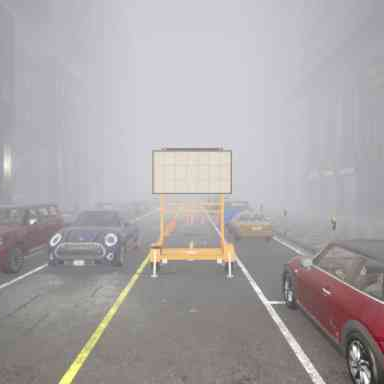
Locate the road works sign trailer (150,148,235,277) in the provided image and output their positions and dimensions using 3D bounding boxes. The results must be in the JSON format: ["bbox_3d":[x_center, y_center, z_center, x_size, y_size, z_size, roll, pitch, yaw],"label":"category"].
[{"bbox_3d":[0.007,0.464,10.181,2.380,3.560,2.880,0,0,0],"label":"road works sign trailer"}]

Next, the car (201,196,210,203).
[{"bbox_3d":[2.811,1.610,72.356,1.802,1.307,4.206,0,0,0],"label":"car"}]

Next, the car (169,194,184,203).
[{"bbox_3d":[-2.954,1.500,64.455,1.882,1.535,5.008,0,0,0],"label":"car"}]

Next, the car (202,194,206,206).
[{"bbox_3d":[2.790,1.324,44.348,2.192,1.841,5.009,0,0,0],"label":"car"}]

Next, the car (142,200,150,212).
[{"bbox_3d":[-5.742,1.569,33.137,1.947,1.339,4.313,0,0,0],"label":"car"}]

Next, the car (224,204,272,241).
[{"bbox_3d":[2.771,1.525,16.510,1.752,1.417,4.829,0,0,0],"label":"car"}]

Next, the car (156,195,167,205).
[{"bbox_3d":[-5.727,1.561,55.546,1.887,1.381,4.507,0,0,0],"label":"car"}]

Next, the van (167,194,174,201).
[{"bbox_3d":[-5.703,1.380,89.159,1.690,1.788,3.998,0,0,0],"label":"van"}]

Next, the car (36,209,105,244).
[{"bbox_3d":[-5.754,1.582,16.331,1.802,1.307,4.206,0,0,0],"label":"car"}]

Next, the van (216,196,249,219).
[{"bbox_3d":[2.775,1.342,21.941,1.690,1.788,3.998,0,0,0],"label":"van"}]

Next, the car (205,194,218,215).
[{"bbox_3d":[2.782,1.319,33.144,2.192,1.841,5.009,0,0,0],"label":"car"}]

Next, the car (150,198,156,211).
[{"bbox_3d":[-5.738,1.572,38.739,1.947,1.339,4.313,0,0,0],"label":"car"}]

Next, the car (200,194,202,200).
[{"bbox_3d":[2.798,1.456,55.551,1.967,1.590,4.097,0,0,0],"label":"car"}]

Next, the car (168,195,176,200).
[{"bbox_3d":[-5.699,1.588,94.761,1.887,1.381,4.507,0,0,0],"label":"car"}]

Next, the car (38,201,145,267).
[{"bbox_3d":[-3.092,1.351,11.344,2.097,1.767,4.553,0,0,0],"label":"car"}]

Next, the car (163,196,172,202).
[{"bbox_3d":[-5.711,1.576,77.954,1.887,1.381,4.507,0,0,0],"label":"car"}]

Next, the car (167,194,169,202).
[{"bbox_3d":[-5.715,1.467,72.352,1.967,1.590,4.097,0,0,0],"label":"car"}]

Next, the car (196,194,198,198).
[{"bbox_3d":[2.822,1.584,89.161,1.887,1.381,4.507,0,0,0],"label":"car"}]

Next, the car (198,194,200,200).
[{"bbox_3d":[2.806,1.464,66.754,1.967,1.590,4.097,0,0,0],"label":"car"}]

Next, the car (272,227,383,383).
[{"bbox_3d":[2.763,1.440,5.135,1.967,1.590,4.097,0,0,0],"label":"car"}]

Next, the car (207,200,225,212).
[{"bbox_3d":[2.787,1.588,38.746,1.802,1.307,4.206,0,0,0],"label":"car"}]

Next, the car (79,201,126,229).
[{"bbox_3d":[-5.750,1.440,21.933,1.967,1.590,4.097,0,0,0],"label":"car"}]

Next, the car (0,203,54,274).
[{"bbox_3d":[-5.758,1.314,10.729,2.192,1.841,5.009,0,0,0],"label":"car"}]
